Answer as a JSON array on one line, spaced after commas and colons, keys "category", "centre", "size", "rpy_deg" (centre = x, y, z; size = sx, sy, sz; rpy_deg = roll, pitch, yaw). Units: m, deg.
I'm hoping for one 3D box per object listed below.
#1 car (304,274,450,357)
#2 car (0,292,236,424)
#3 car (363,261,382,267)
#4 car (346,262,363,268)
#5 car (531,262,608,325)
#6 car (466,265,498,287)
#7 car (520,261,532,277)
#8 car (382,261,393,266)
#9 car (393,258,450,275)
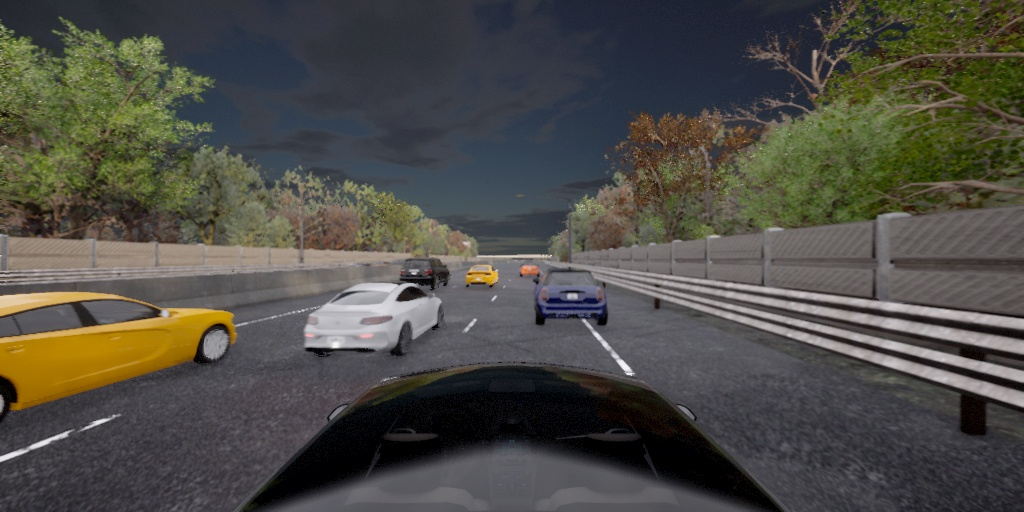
[{"category": "car", "centre": [-2.995, 1.334, 8.637], "size": [1.812, 1.442, 4.674], "rpy_deg": [0, 0, 3]}, {"category": "car", "centre": [-6.660, 1.271, 5.290], "size": [1.882, 1.535, 5.008], "rpy_deg": [0, 0, 3]}, {"category": "car", "centre": [-18.674, 1.528, 50.730], "size": [2.097, 1.767, 4.553], "rpy_deg": [0, -1, 3]}, {"category": "car", "centre": [-22.129, 1.685, 51.694], "size": [2.128, 1.511, 4.902], "rpy_deg": [0, 0, 3]}, {"category": "car", "centre": [1.808, 1.173, 12.237], "size": [2.097, 1.767, 4.553], "rpy_deg": [0, 0, 3]}, {"category": "car", "centre": [-2.134, 1.419, 26.470], "size": [1.882, 1.535, 5.008], "rpy_deg": [0, 0, 3]}, {"category": "car", "centre": [1.991, 1.387, 40.046], "size": [2.097, 1.767, 4.553], "rpy_deg": [0, 0, 3]}, {"category": "car", "centre": [-15.258, 1.371, 49.056], "size": [2.150, 2.045, 5.566], "rpy_deg": [0, 0, 3]}, {"category": "car", "centre": [-5.752, 1.156, 24.220], "size": [2.150, 2.045, 5.566], "rpy_deg": [0, 0, 3]}]
